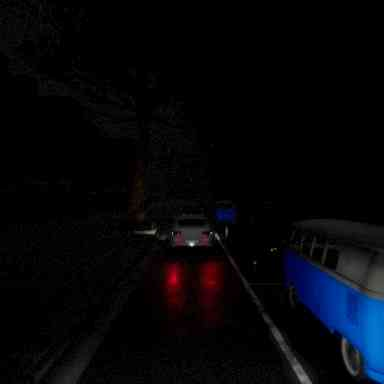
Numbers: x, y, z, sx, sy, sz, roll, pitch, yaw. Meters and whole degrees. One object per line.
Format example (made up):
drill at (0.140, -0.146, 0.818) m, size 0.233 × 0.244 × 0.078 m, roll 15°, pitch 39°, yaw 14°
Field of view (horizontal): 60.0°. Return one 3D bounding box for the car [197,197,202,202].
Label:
car at (2.609, 2.037, 65.152) m, size 2.192 × 1.841 × 5.009 m, roll 1°, pitch -1°, yaw 0°

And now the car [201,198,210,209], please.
car at (2.618, 2.049, 48.972) m, size 1.752 × 1.417 × 4.829 m, roll 1°, pitch -1°, yaw 0°

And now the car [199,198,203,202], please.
car at (2.610, 2.236, 59.700) m, size 1.802 × 1.307 × 4.206 m, roll 1°, pitch -1°, yaw 0°

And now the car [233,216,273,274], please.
car at (2.641, 1.671, 10.658) m, size 1.947 × 1.339 × 4.313 m, roll 1°, pitch -1°, yaw 0°

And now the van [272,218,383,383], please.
van at (2.648, 1.392, 5.210) m, size 1.690 × 1.788 × 3.998 m, roll 1°, pitch -1°, yaw 0°

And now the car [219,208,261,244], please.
car at (2.638, 1.712, 16.107) m, size 2.008 × 1.369 × 4.403 m, roll 1°, pitch -1°, yaw 0°

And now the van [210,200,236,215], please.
van at (2.634, 1.618, 27.008) m, size 1.690 × 1.788 × 3.998 m, roll 1°, pitch -1°, yaw 0°

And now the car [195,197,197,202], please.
car at (2.590, 2.622, 91.577) m, size 1.887 × 1.381 × 4.507 m, roll 1°, pitch -1°, yaw 0°

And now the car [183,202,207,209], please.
car at (-0.016, 1.846, 29.008) m, size 2.033 × 1.411 × 5.357 m, roll 0°, pitch -1°, yaw 0°

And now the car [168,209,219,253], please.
car at (-0.003, 1.669, 14.385) m, size 1.812 × 1.442 × 4.674 m, roll 0°, pitch 0°, yaw 0°
